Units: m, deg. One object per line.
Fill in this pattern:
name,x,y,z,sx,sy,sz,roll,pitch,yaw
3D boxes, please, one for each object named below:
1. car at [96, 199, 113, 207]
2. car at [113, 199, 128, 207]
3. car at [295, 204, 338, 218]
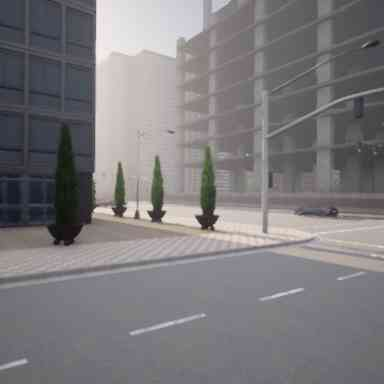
car,-15.716,1.796,55.813,2.033,1.411,5.357,1,0,-36
car,-12.832,1.882,57.794,1.895,1.301,4.718,1,0,-36
car,12.783,1.881,34.244,1.994,1.385,4.181,1,0,-36
